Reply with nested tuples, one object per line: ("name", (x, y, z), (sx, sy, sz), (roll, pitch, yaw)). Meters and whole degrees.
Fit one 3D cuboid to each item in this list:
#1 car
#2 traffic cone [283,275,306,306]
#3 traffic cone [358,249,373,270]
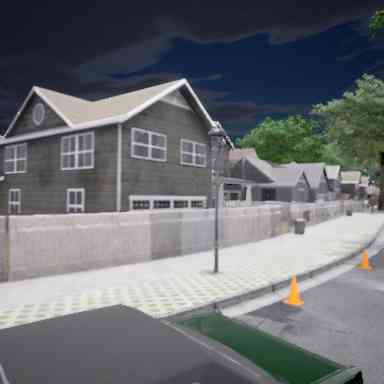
("car", (-0.969, 1.611, 1.984), (4.718, 1.301, 1.895), (1, -1, -38))
("traffic cone", (2.158, 2.037, 7.006), (0.340, 0.580, 0.340), (1, -1, -44))
("traffic cone", (5.453, 2.096, 10.448), (0.340, 0.580, 0.340), (0, -1, 41))
